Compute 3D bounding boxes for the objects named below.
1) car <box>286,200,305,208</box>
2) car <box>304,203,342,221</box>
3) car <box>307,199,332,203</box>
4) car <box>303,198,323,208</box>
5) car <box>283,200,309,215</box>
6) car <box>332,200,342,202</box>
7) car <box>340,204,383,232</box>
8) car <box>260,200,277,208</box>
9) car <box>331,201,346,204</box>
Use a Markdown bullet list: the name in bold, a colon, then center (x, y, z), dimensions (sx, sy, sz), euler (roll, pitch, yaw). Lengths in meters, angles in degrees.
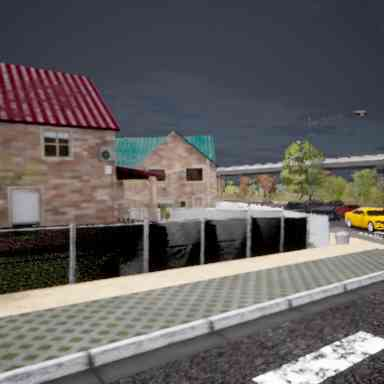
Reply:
- **car**: center (19.905, 2.253, 63.966), dimensions (2.128, 1.511, 4.902), euler (-2, -1, 0)
- **car**: center (13.044, 2.114, 33.020), dimensions (1.994, 1.385, 4.181), euler (-2, -1, 1)
- **car**: center (16.429, 2.109, 44.494), dimensions (1.837, 1.490, 4.892), euler (-2, -1, 1)
- **car**: center (23.150, 2.022, 63.910), dimensions (2.097, 1.767, 4.553), euler (-2, -1, 0)
- **car**: center (13.156, 2.199, 43.123), dimensions (1.812, 1.442, 4.674), euler (-2, -1, 1)
- **car**: center (23.063, 2.047, 53.508), dimensions (1.837, 1.490, 4.892), euler (-2, -1, 0)
- **car**: center (12.956, 1.920, 24.033), dimensions (1.882, 1.535, 5.008), euler (-2, -1, 0)
- **car**: center (13.353, 2.228, 58.224), dimensions (2.097, 1.767, 4.553), euler (-2, -1, 0)
- **car**: center (16.298, 2.001, 33.971), dimensions (1.812, 1.442, 4.674), euler (-2, -1, 0)
